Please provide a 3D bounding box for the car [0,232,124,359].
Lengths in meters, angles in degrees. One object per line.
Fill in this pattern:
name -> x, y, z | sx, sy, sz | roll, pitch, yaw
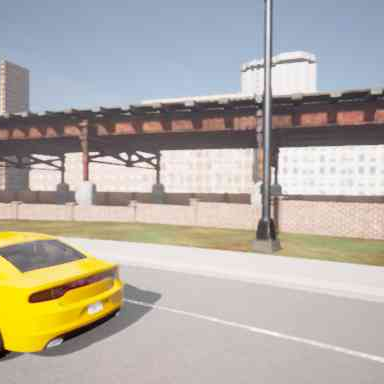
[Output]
car -> -3.502, 1.461, 5.871 | 5.008, 1.535, 1.882 | 0, 0, 30
